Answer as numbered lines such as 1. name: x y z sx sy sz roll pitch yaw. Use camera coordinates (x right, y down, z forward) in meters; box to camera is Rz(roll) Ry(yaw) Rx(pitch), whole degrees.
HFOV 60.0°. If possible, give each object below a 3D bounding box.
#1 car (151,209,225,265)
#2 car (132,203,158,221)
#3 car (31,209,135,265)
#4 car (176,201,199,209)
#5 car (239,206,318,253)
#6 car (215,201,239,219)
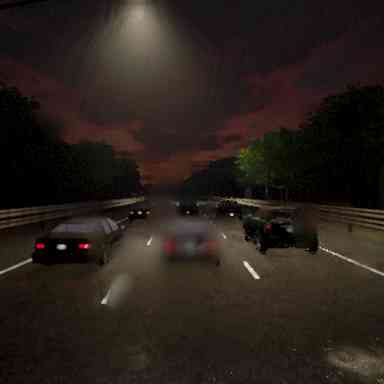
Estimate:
1. car: -0.056 1.542 11.599 2.033 1.411 5.357 0 0 0
2. car: -3.821 1.572 26.608 2.033 1.411 5.357 0 0 -1
3. car: -3.555 1.543 11.564 2.033 1.411 5.357 0 0 0
4. car: -0.378 1.515 30.006 1.882 1.535 5.008 0 0 -1
5. car: 3.435 1.345 13.716 2.097 1.767 4.553 0 0 0
6. car: 3.142 1.539 28.939 1.837 1.490 4.892 0 0 -1
